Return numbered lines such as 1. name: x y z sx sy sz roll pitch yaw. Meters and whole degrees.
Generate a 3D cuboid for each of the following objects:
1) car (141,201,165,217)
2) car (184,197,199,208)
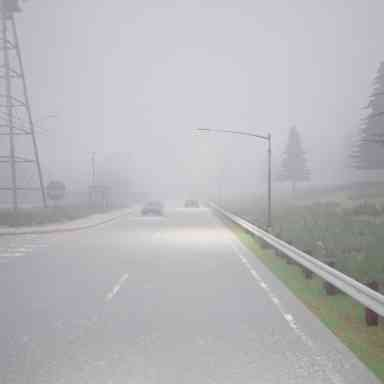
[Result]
1. car: -3.652 1.546 31.947 2.033 1.411 5.357 0 0 0
2. car: -0.028 1.524 48.615 1.812 1.442 4.674 0 -1 0
